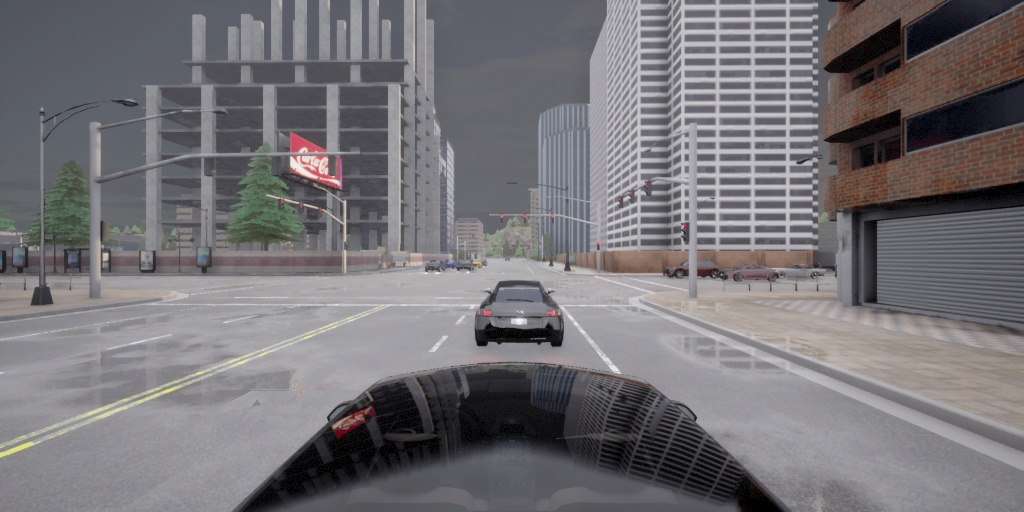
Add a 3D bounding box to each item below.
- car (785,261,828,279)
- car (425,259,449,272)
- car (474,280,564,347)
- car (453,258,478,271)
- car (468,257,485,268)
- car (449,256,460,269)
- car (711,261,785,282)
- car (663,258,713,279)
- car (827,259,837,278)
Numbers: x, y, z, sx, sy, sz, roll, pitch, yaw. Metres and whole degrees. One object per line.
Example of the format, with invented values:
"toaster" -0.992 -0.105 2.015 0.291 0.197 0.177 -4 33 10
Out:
"car" 25.074 1.351 32.153 4.718 1.301 1.895 0 0 1
"car" -9.820 1.255 46.191 1.837 1.490 4.892 0 0 1
"car" 0.192 1.314 9.372 1.994 1.385 4.181 0 0 1
"car" -6.269 1.297 49.073 2.033 1.411 5.357 0 0 1
"car" -6.066 1.227 59.381 1.882 1.535 5.008 0 0 1
"car" -9.641 1.227 55.685 1.882 1.535 5.008 0 0 1
"car" 18.805 1.314 28.738 4.181 1.385 1.994 0 0 1
"car" 16.081 1.102 32.273 4.553 1.767 2.097 0 0 1
"car" 28.691 1.228 28.597 5.008 1.535 1.882 0 0 1
